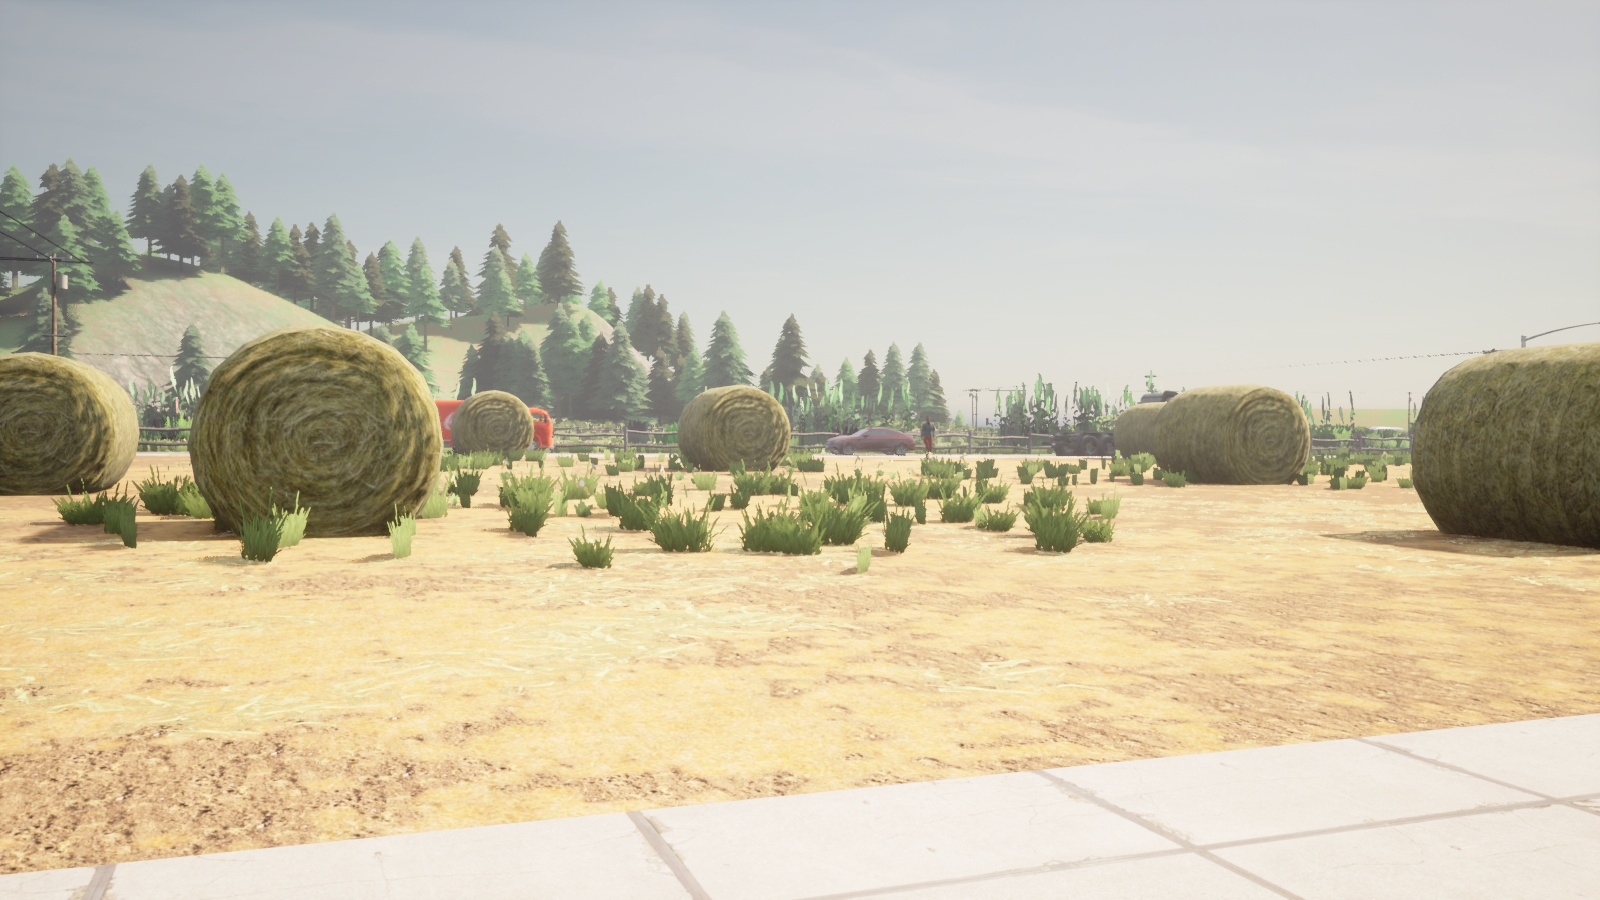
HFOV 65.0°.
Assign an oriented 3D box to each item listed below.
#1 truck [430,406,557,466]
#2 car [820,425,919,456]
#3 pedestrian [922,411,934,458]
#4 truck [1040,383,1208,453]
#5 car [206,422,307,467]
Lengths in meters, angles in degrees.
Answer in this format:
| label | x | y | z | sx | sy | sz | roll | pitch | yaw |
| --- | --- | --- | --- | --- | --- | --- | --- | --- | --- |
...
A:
| label | x | y | z | sx | sy | sz | roll | pitch | yaw |
| --- | --- | --- | --- | --- | --- | --- | --- | --- | --- |
| truck | -13.441 | -0.643 | 54.959 | 5.204 | 2.467 | 2.627 | -1 | 1 | -17 |
| car | 3.543 | -0.497 | 63.812 | 4.674 | 1.442 | 1.812 | -1 | 1 | -17 |
| pedestrian | 5.047 | -0.609 | 49.481 | 0.353 | 1.847 | 0.614 | -1 | 1 | -7 |
| truck | 16.514 | -1.655 | 64.098 | 7.936 | 3.462 | 2.891 | -1 | 1 | -17 |
| car | -23.922 | -0.256 | 55.424 | 3.866 | 1.878 | 1.905 | -2 | 1 | -17 |
